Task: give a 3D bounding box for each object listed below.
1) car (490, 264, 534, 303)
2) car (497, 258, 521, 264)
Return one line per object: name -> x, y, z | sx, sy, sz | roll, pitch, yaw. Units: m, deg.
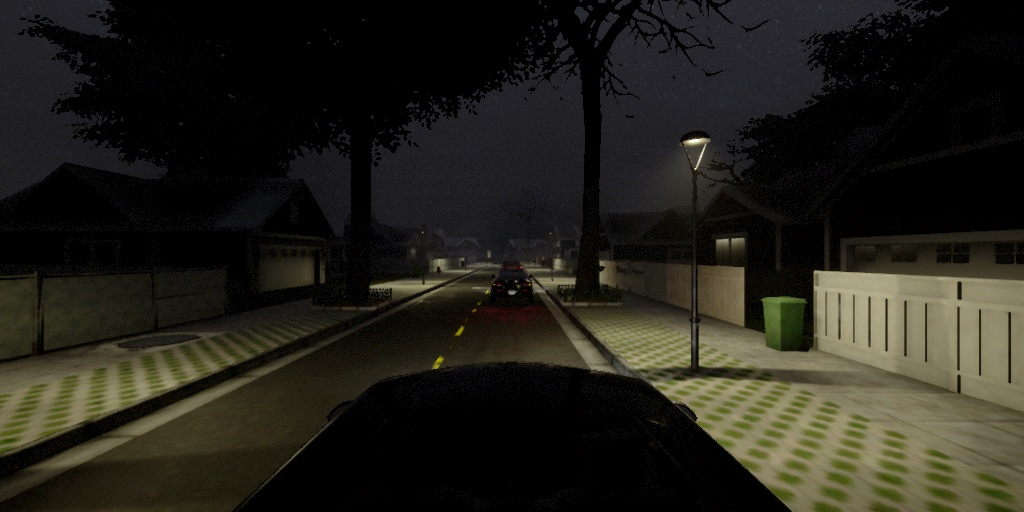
car -> 0.000, 1.279, 16.500 | 1.812, 1.442, 4.674 | 0, 0, 0
car -> 0.000, 1.108, 31.470 | 2.097, 1.767, 4.553 | 0, 0, 0
